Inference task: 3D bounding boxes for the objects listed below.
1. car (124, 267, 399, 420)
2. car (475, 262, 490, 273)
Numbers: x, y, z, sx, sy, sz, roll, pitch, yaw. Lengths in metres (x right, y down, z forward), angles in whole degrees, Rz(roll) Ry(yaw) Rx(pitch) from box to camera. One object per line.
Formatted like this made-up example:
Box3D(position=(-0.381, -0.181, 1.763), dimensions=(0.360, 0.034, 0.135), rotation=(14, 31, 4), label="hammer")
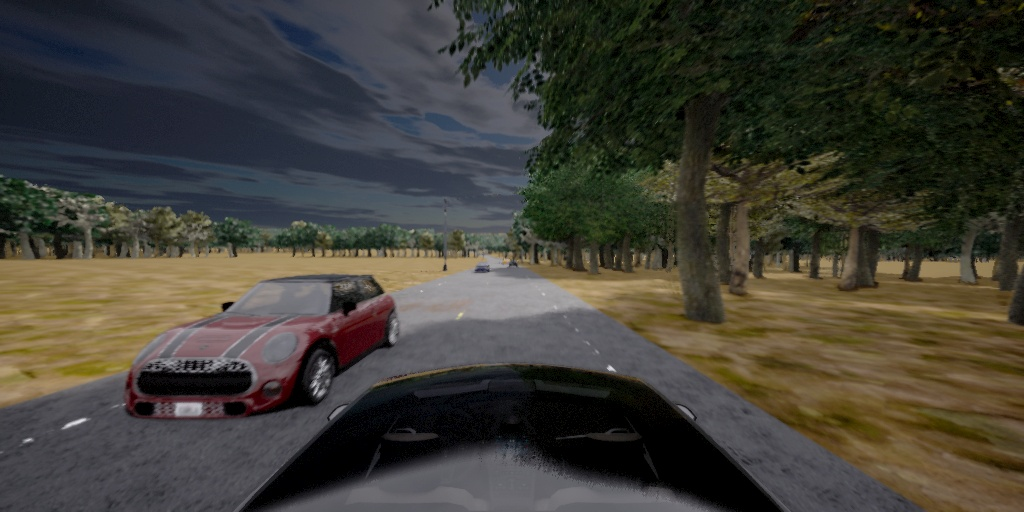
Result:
Box3D(position=(-3.603, 1.118, 6.236), dimensions=(2.097, 1.767, 4.553), rotation=(0, 0, 0), label="car")
Box3D(position=(-3.899, 1.495, 48.071), dimensions=(2.033, 1.411, 5.357), rotation=(0, 0, 0), label="car")
